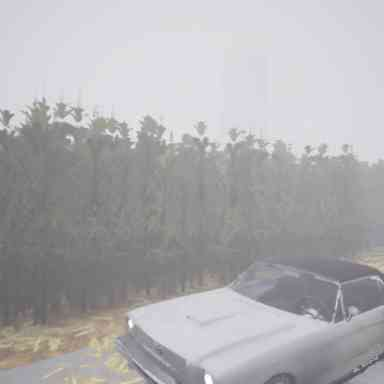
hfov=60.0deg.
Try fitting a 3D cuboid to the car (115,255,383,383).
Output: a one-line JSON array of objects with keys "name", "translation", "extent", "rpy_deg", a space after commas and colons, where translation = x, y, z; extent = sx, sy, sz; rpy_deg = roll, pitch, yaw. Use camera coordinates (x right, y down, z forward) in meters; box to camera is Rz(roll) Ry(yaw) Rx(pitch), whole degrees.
[{"name": "car", "translation": [1.443, 1.651, 4.551], "extent": [4.718, 1.301, 1.895], "rpy_deg": [1, -1, -36]}]
